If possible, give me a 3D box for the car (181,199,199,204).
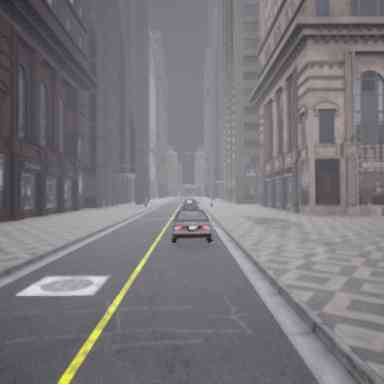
[{"bbox_3d":[-0.195,1.513,37.088,1.812,1.442,4.674,0,0,0],"label":"car"}]

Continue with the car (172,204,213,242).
[{"bbox_3d":[-0.020,1.535,16.272,2.033,1.411,5.357,0,0,-1],"label":"car"}]
